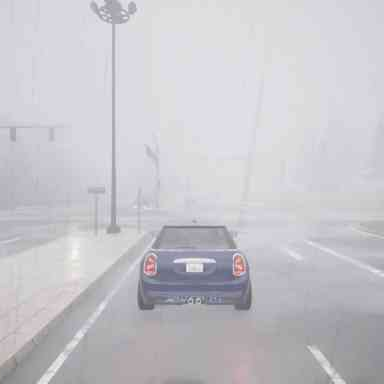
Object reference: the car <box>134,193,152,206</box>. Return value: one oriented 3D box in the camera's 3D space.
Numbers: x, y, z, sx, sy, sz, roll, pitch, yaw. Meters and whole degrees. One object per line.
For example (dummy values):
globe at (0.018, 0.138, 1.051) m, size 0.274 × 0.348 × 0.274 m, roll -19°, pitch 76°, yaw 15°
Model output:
car at (-8.334, 1.352, 55.615) m, size 2.097 × 1.767 × 4.553 m, roll 0°, pitch 0°, yaw -1°

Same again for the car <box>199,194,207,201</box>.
car at (2.736, 1.513, 85.350) m, size 1.812 × 1.442 × 4.674 m, roll 0°, pitch 0°, yaw -1°

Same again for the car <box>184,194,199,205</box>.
car at (-0.235, 1.526, 54.784) m, size 1.812 × 1.442 × 4.674 m, roll 0°, pitch 0°, yaw -1°

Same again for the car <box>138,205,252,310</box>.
car at (0.060, 1.352, 7.964) m, size 2.097 × 1.767 × 4.553 m, roll 0°, pitch 0°, yaw 0°

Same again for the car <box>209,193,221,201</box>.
car at (6.241, 1.215, 85.084) m, size 2.150 × 2.045 × 5.566 m, roll 0°, pitch 0°, yaw -1°

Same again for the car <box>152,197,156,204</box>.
car at (-8.454, 1.564, 65.561) m, size 1.994 × 1.385 × 4.181 m, roll 0°, pitch 0°, yaw 0°

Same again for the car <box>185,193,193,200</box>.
car at (-0.942, 1.189, 95.643) m, size 2.150 × 2.045 × 5.566 m, roll 0°, pitch 0°, yaw -1°
